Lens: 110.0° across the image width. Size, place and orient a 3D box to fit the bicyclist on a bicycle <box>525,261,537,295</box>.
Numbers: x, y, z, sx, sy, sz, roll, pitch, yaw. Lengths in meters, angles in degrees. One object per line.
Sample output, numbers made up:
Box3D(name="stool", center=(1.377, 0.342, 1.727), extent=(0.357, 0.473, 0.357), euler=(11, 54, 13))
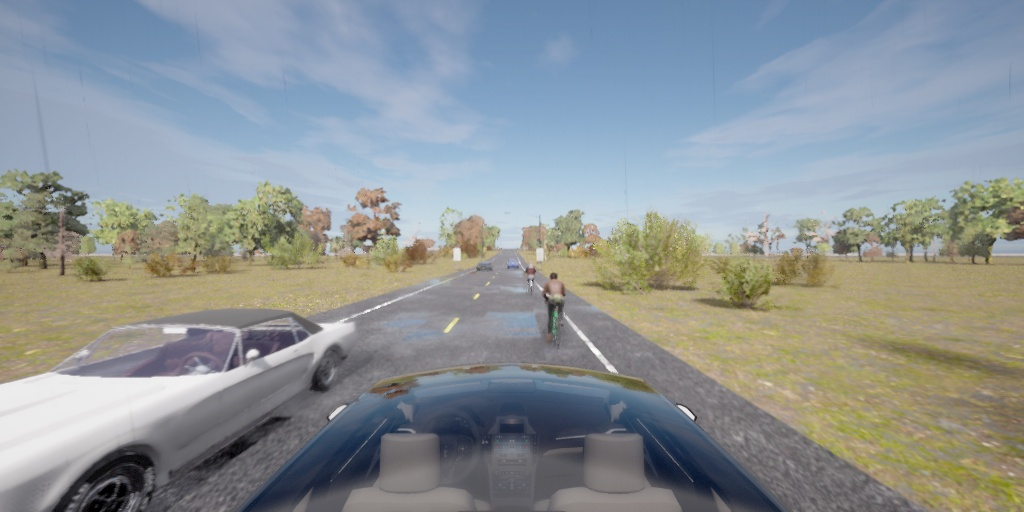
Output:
Box3D(name="bicyclist on a bicycle", center=(0.977, 1.113, 18.687), extent=(0.659, 1.776, 1.843), euler=(0, 0, 0))

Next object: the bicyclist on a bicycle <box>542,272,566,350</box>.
Box3D(name="bicyclist on a bicycle", center=(0.968, 1.200, 8.144), extent=(0.582, 1.620, 1.656), euler=(0, 0, 0))

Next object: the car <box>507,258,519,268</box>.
Box3D(name="car", center=(0.150, 1.270, 58.398), extent=(2.033, 1.411, 5.357), euler=(0, 0, 0))

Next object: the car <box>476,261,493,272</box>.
Box3D(name="car", center=(-3.542, 1.294, 46.618), extent=(1.994, 1.385, 4.181), euler=(0, 0, 0))

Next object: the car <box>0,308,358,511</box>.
Box3D(name="car", center=(-3.599, 1.350, 3.959), extent=(1.895, 1.301, 4.718), euler=(0, 0, 0))
